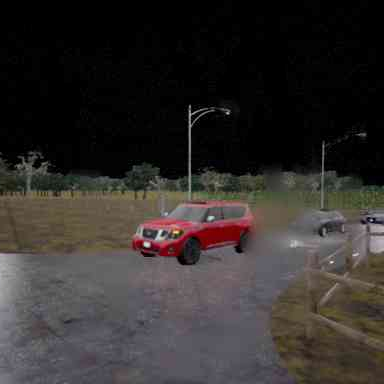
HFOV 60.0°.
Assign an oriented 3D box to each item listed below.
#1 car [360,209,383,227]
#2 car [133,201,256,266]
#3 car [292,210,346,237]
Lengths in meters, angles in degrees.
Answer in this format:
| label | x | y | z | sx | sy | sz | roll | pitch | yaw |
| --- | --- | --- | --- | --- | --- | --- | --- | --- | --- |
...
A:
| label | x | y | z | sx | sy | sz | roll | pitch | yaw |
| --- | --- | --- | --- | --- | --- | --- | --- | --- | --- |
| car | 16.436 | 2.247 | 29.356 | 1.994 | 1.385 | 4.181 | 1 | -1 | 44 |
| car | 0.359 | 1.402 | 12.864 | 2.150 | 2.045 | 5.566 | 1 | 0 | 41 |
| car | 8.146 | 1.916 | 21.067 | 4.892 | 1.490 | 1.837 | 2 | 0 | -45 |
